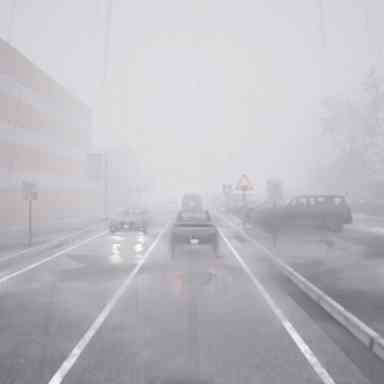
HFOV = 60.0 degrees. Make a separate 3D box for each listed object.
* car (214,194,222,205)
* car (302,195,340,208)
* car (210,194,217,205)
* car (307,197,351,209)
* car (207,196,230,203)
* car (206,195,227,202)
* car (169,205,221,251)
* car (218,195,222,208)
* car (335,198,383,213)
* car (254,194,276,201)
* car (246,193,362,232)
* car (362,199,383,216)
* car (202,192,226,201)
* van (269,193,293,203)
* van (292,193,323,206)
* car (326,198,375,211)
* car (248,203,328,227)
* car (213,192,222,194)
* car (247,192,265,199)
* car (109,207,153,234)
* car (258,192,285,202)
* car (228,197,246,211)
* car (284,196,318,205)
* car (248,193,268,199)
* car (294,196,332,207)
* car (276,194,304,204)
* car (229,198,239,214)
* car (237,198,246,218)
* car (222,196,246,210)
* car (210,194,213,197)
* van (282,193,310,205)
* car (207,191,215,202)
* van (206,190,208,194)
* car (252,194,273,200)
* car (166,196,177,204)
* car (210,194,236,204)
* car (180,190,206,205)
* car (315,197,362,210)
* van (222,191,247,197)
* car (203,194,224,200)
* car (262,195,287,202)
[{"bbox_3d":[6.123,1.449,44.674,5.366,1.575,1.946,0,0,-1],"label":"car"},{"bbox_3d":[18.492,1.326,47.869,4.553,1.767,2.185,0,0,-1],"label":"car"},{"bbox_3d":[5.712,1.451,47.494,5.366,1.575,1.946,0,0,-1],"label":"car"},{"bbox_3d":[18.496,1.451,45.045,5.008,1.535,2.097,0,0,-1],"label":"car"},{"bbox_3d":[5.578,1.498,70.109,4.674,1.452,2.002,0,0,-1],"label":"car"},{"bbox_3d":[5.498,1.429,75.773,4.674,1.452,2.002,0,1,-1],"label":"car"},{"bbox_3d":[0.077,1.516,14.127,2.128,1.511,4.902,0,0,0],"label":"car"},{"bbox_3d":[5.975,1.491,41.846,4.674,1.452,2.002,0,0,-1],"label":"car"},{"bbox_3d":[18.619,1.447,36.450,5.008,1.535,2.097,0,0,-1],"label":"car"},{"bbox_3d":[17.959,1.316,81.769,4.792,1.488,2.163,0,1,-1],"label":"car"},{"bbox_3d":[6.270,1.181,19.242,5.566,2.045,2.435,0,0,-1],"label":"car"},{"bbox_3d":[18.700,1.446,30.803,4.892,1.521,2.231,0,0,-1],"label":"car"},{"bbox_3d":[5.387,1.040,81.417,5.566,2.045,2.435,0,1,-1],"label":"car"},{"bbox_3d":[18.068,1.234,67.507,4.442,1.987,1.878,0,0,-1],"label":"van"},{"bbox_3d":[18.499,1.228,53.390,4.442,1.987,1.878,0,0,-1],"label":"van"},{"bbox_3d":[18.613,1.478,39.275,4.792,1.488,2.163,0,0,-1],"label":"car"},{"bbox_3d":[6.256,1.477,22.067,4.674,1.452,2.002,0,0,-1],"label":"car"},{"bbox_3d":[5.888,1.329,50.323,4.553,1.767,2.185,0,0,-1],"label":"car"},{"bbox_3d":[17.801,0.969,92.934,4.553,1.767,2.185,0,1,-1],"label":"car"},{"bbox_3d":[-3.386,1.589,19.168,1.994,1.385,4.181,0,0,0],"label":"car"},{"bbox_3d":[18.039,1.133,76.118,5.566,2.045,2.435,0,1,-1],"label":"car"},{"bbox_3d":[6.101,1.488,33.370,4.674,1.452,2.002,0,0,-1],"label":"car"},{"bbox_3d":[18.350,1.456,56.214,4.892,1.521,2.231,0,0,-1],"label":"car"},{"bbox_3d":[17.865,1.140,90.238,5.008,1.535,2.097,0,1,-1],"label":"car"},{"bbox_3d":[18.426,1.453,50.692,5.008,1.535,2.097,0,0,-1],"label":"car"},{"bbox_3d":[18.232,1.332,61.984,4.553,1.767,2.185,0,0,-1],"label":"car"},{"bbox_3d":[6.136,1.487,30.544,4.674,1.452,2.002,0,0,-1],"label":"car"},{"bbox_3d":[6.213,1.442,24.894,5.008,1.535,2.097,0,0,-1],"label":"car"},{"bbox_3d":[6.029,1.479,36.195,4.792,1.488,2.163,0,0,-1],"label":"car"},{"bbox_3d":[6.002,1.453,53.151,5.366,1.575,1.946,0,0,-1],"label":"car"},{"bbox_3d":[18.422,1.231,59.040,4.442,1.987,1.878,0,0,-1],"label":"van"},{"bbox_3d":[5.805,1.206,55.974,5.566,2.045,2.435,0,0,-1],"label":"car"},{"bbox_3d":[5.650,1.206,73.066,4.442,1.987,1.878,0,1,-1],"label":"van"},{"bbox_3d":[17.957,1.241,84.467,4.892,1.521,2.231,0,1,-1],"label":"car"},{"bbox_3d":[-3.653,1.531,61.125,2.033,1.411,5.357,0,0,0],"label":"car"},{"bbox_3d":[5.728,1.334,61.625,4.553,1.767,2.185,0,0,-1],"label":"car"},{"bbox_3d":[-0.022,1.053,35.205,2.150,2.045,5.566,0,5,0],"label":"car"},{"bbox_3d":[18.546,1.449,42.222,5.008,1.535,2.097,0,0,-1],"label":"car"},{"bbox_3d":[6.134,1.224,39.023,4.442,1.987,1.878,0,0,-1],"label":"van"},{"bbox_3d":[5.380,1.242,84.248,5.008,1.535,2.097,0,1,-1],"label":"car"},{"bbox_3d":[18.102,1.429,73.288,5.008,1.535,2.097,0,1,-1],"label":"car"}]
